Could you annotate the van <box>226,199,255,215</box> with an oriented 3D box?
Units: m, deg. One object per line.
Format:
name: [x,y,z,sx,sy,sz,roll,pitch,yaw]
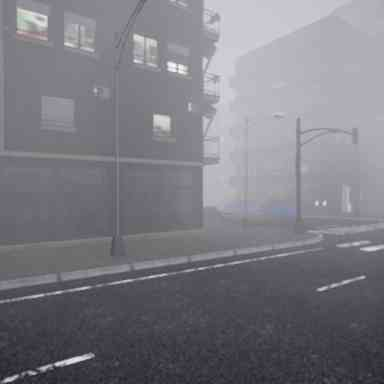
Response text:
van: [5.427,1.690,38.248,1.690,1.788,3.998,-1,0,-36]

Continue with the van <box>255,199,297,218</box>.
van: [8.743,1.617,33.733,1.690,1.788,3.998,-1,0,-36]

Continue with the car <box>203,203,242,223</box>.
car: [2.004,1.884,28.815,1.802,1.307,4.206,-1,0,-36]

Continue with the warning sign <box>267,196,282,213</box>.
warning sign: [9.234,1.416,37.122,1.300,1.860,1.060,1,0,-36]
